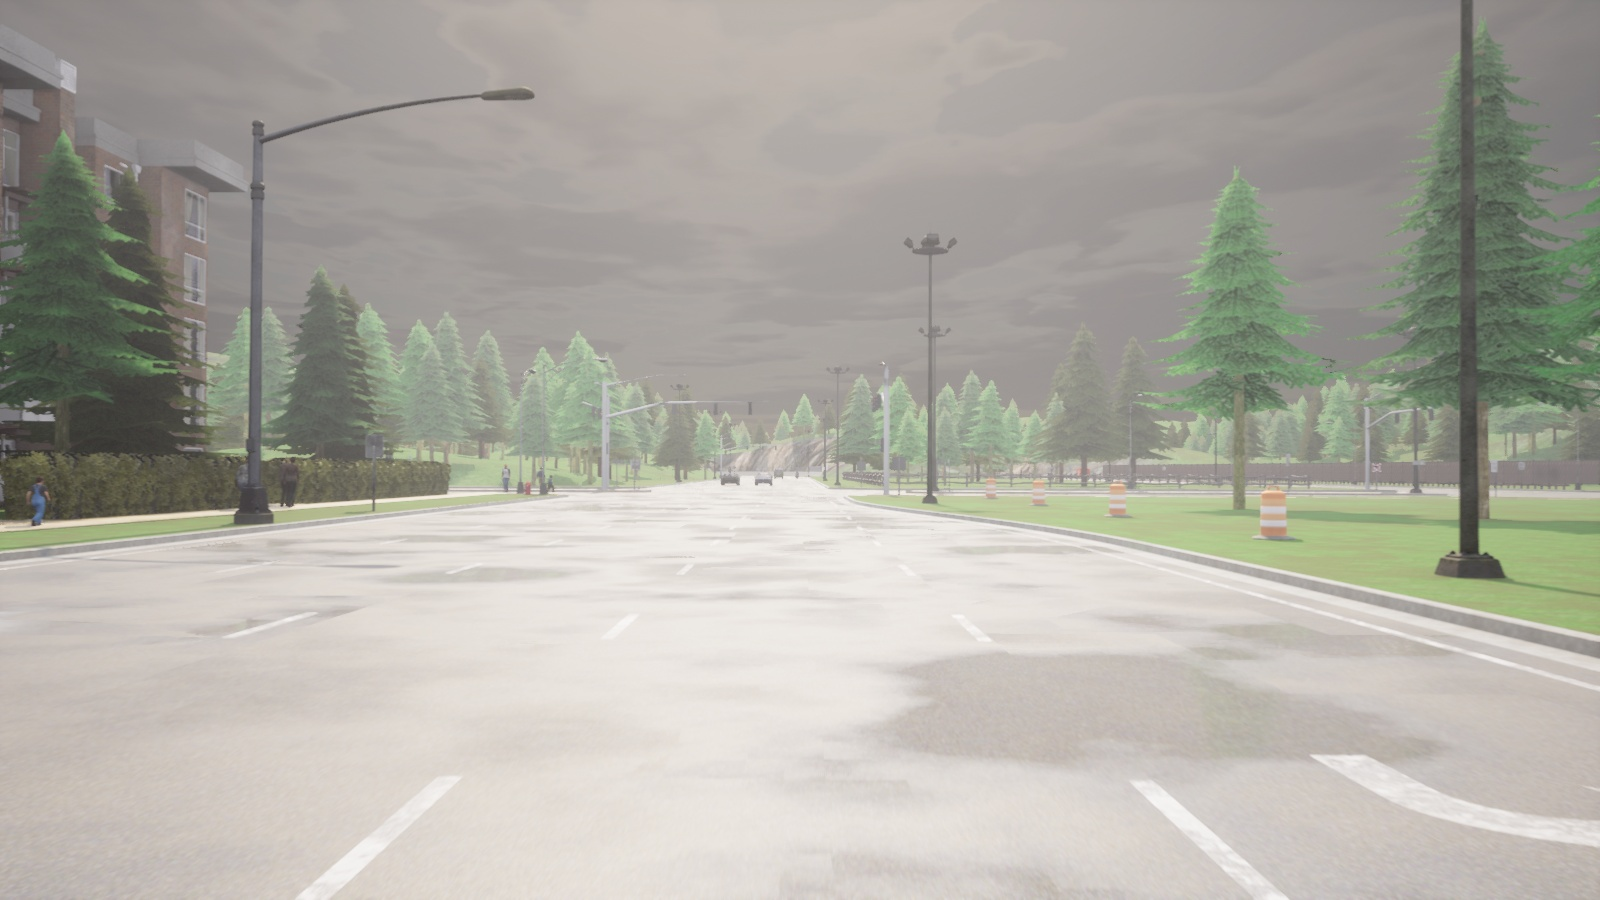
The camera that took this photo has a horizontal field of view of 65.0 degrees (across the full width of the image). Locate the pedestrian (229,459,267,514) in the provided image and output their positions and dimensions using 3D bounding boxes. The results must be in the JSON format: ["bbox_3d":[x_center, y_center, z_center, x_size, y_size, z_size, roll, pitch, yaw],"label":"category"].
[{"bbox_3d":[-18.635,1.228,42.379,0.874,1.855,0.900,0,-1,1],"label":"pedestrian"}]

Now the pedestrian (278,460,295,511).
[{"bbox_3d":[-18.670,1.283,45.672,0.331,1.846,0.634,0,-1,0],"label":"pedestrian"}]

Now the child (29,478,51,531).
[{"bbox_3d":[-18.088,1.296,29.893,0.270,1.263,0.437,0,-1,0],"label":"child"}]

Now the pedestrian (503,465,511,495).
[{"bbox_3d":[-17.996,1.821,77.103,0.354,1.836,0.706,0,-1,0],"label":"pedestrian"}]

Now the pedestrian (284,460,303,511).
[{"bbox_3d":[-18.102,1.267,44.870,0.328,1.805,0.869,0,-1,1],"label":"pedestrian"}]
